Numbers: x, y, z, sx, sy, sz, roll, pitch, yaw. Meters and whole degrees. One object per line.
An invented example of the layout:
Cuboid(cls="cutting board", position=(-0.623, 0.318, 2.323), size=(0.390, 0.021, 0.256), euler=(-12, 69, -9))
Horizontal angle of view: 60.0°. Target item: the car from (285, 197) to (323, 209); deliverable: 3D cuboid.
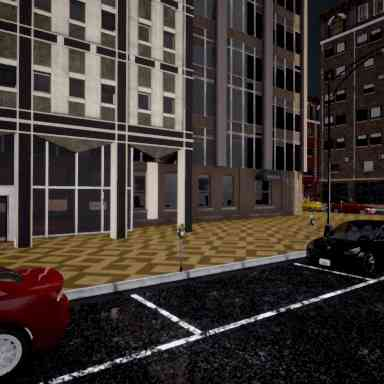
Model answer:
Cuboid(cls="car", position=(15.563, 1.500, 46.369), size=(1.752, 1.417, 4.829), euler=(0, 0, -36))

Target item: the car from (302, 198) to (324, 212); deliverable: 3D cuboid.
Cuboid(cls="car", position=(12.271, 1.467, 36.600), size=(1.752, 1.417, 4.829), euler=(0, 0, -36))

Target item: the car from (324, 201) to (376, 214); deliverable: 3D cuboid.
Cuboid(cls="car", position=(15.480, 1.535, 32.142), size=(1.802, 1.307, 4.206), euler=(0, 0, -36))

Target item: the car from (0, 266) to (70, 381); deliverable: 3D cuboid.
Cuboid(cls="car", position=(-3.808, 1.545, 3.837), size=(4.507, 1.381, 1.887), euler=(0, 0, -36))

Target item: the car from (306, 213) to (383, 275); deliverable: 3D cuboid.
Cuboid(cls="car", position=(5.441, 1.567, 10.462), size=(4.313, 1.339, 1.947), euler=(0, 0, -36))
